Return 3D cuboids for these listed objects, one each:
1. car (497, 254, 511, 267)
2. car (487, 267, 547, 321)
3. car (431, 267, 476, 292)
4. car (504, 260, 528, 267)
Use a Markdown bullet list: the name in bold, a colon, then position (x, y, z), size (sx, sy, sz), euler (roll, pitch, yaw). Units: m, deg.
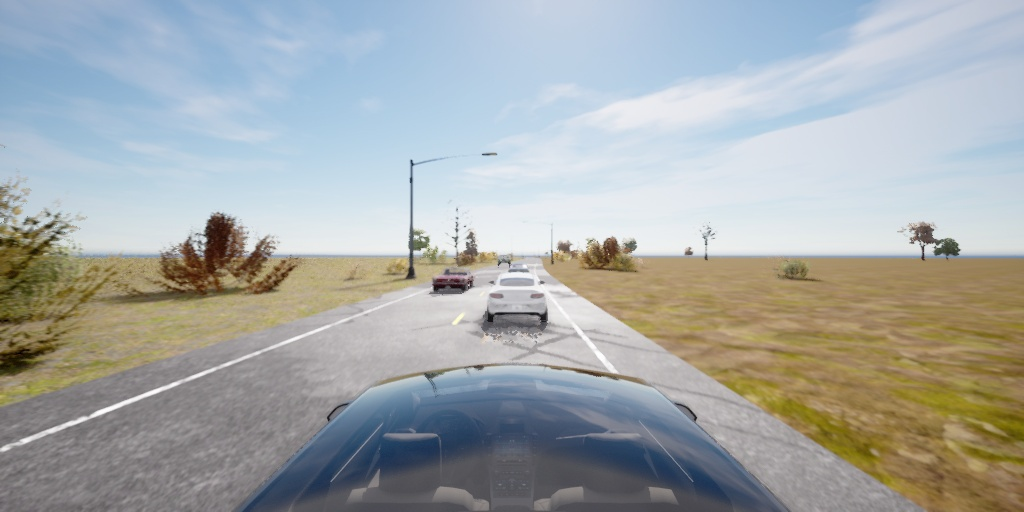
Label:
- **car**: position (-1.329, 0.621, 62.407), size (2.150, 2.045, 5.566), euler (0, 0, 4)
- **car**: position (0.176, 1.276, 12.347), size (1.812, 1.442, 4.674), euler (0, 0, 1)
- **car**: position (-3.357, 1.348, 21.251), size (1.895, 1.301, 4.718), euler (0, 0, 1)
- **car**: position (0.605, 1.296, 30.514), size (2.033, 1.411, 5.357), euler (0, 0, 2)
